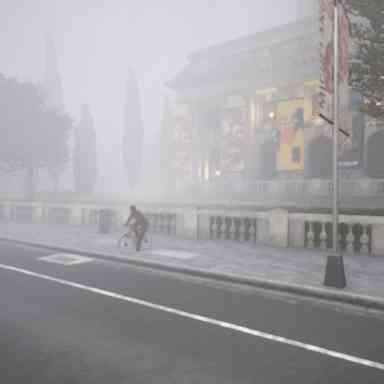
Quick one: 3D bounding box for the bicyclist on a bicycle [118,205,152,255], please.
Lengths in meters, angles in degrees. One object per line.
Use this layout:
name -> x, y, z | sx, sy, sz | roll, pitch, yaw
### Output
bicyclist on a bicycle -> -1.901, 1.266, 11.337 | 0.582, 1.620, 1.656 | 0, 0, 35
